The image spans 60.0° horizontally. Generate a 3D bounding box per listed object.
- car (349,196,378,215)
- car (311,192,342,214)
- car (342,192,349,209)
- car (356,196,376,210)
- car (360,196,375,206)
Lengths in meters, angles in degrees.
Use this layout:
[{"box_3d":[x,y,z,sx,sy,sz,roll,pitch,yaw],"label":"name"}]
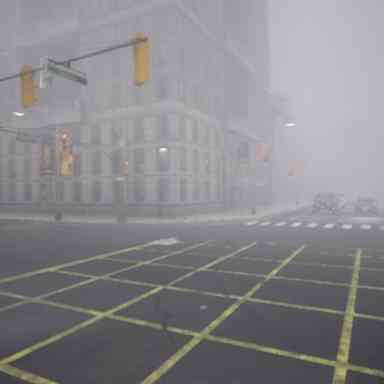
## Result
[{"box_3d":[16.356,1.286,31.374,2.128,1.511,4.902,-1,0,28],"label":"car"},{"box_3d":[13.383,1.051,33.251,2.150,2.045,5.566,-1,0,28],"label":"car"},{"box_3d":[18.212,0.991,42.197,2.150,2.045,5.566,-1,0,29],"label":"car"},{"box_3d":[21.081,1.282,40.157,2.033,1.411,5.357,-1,0,29],"label":"car"},{"box_3d":[26.014,1.274,49.208,1.895,1.301,4.718,-1,0,28],"label":"car"}]
